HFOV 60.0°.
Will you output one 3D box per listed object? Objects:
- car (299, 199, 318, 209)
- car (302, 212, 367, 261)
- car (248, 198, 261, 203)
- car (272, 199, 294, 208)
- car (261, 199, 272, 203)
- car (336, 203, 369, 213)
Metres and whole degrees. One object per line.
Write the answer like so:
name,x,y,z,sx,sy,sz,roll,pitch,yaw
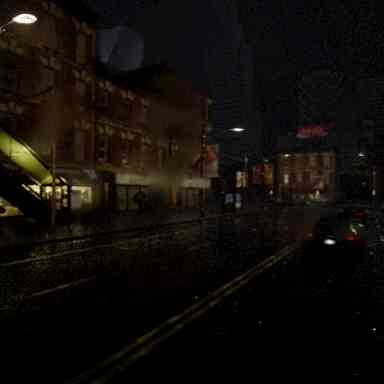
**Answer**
car,19.828,2.018,56.750,2.128,1.511,4.902,1,0,0
car,5.674,1.696,13.118,1.994,1.385,4.181,0,0,29
car,17.004,2.207,88.816,2.002,1.452,4.674,1,0,-42
car,16.237,2.104,58.641,1.895,1.301,4.718,1,0,-5
car,20.652,2.293,84.397,1.895,1.301,4.718,1,0,-32
car,12.782,1.787,26.379,1.837,1.490,4.892,0,0,29
